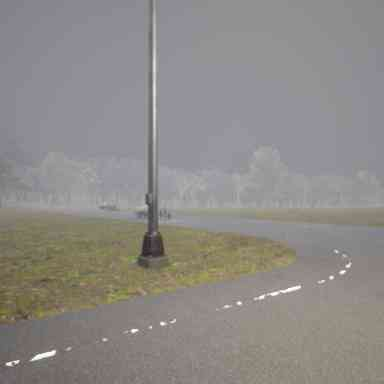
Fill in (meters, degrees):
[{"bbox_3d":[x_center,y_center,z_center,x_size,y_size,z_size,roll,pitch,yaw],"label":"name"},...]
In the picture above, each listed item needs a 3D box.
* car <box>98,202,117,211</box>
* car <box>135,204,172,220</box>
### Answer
[{"bbox_3d":[-14.892,2.489,58.654,2.097,1.767,4.553,3,-3,-36],"label":"car"},{"bbox_3d":[-3.705,1.833,31.200,1.812,1.442,4.674,3,-3,-36],"label":"car"}]
